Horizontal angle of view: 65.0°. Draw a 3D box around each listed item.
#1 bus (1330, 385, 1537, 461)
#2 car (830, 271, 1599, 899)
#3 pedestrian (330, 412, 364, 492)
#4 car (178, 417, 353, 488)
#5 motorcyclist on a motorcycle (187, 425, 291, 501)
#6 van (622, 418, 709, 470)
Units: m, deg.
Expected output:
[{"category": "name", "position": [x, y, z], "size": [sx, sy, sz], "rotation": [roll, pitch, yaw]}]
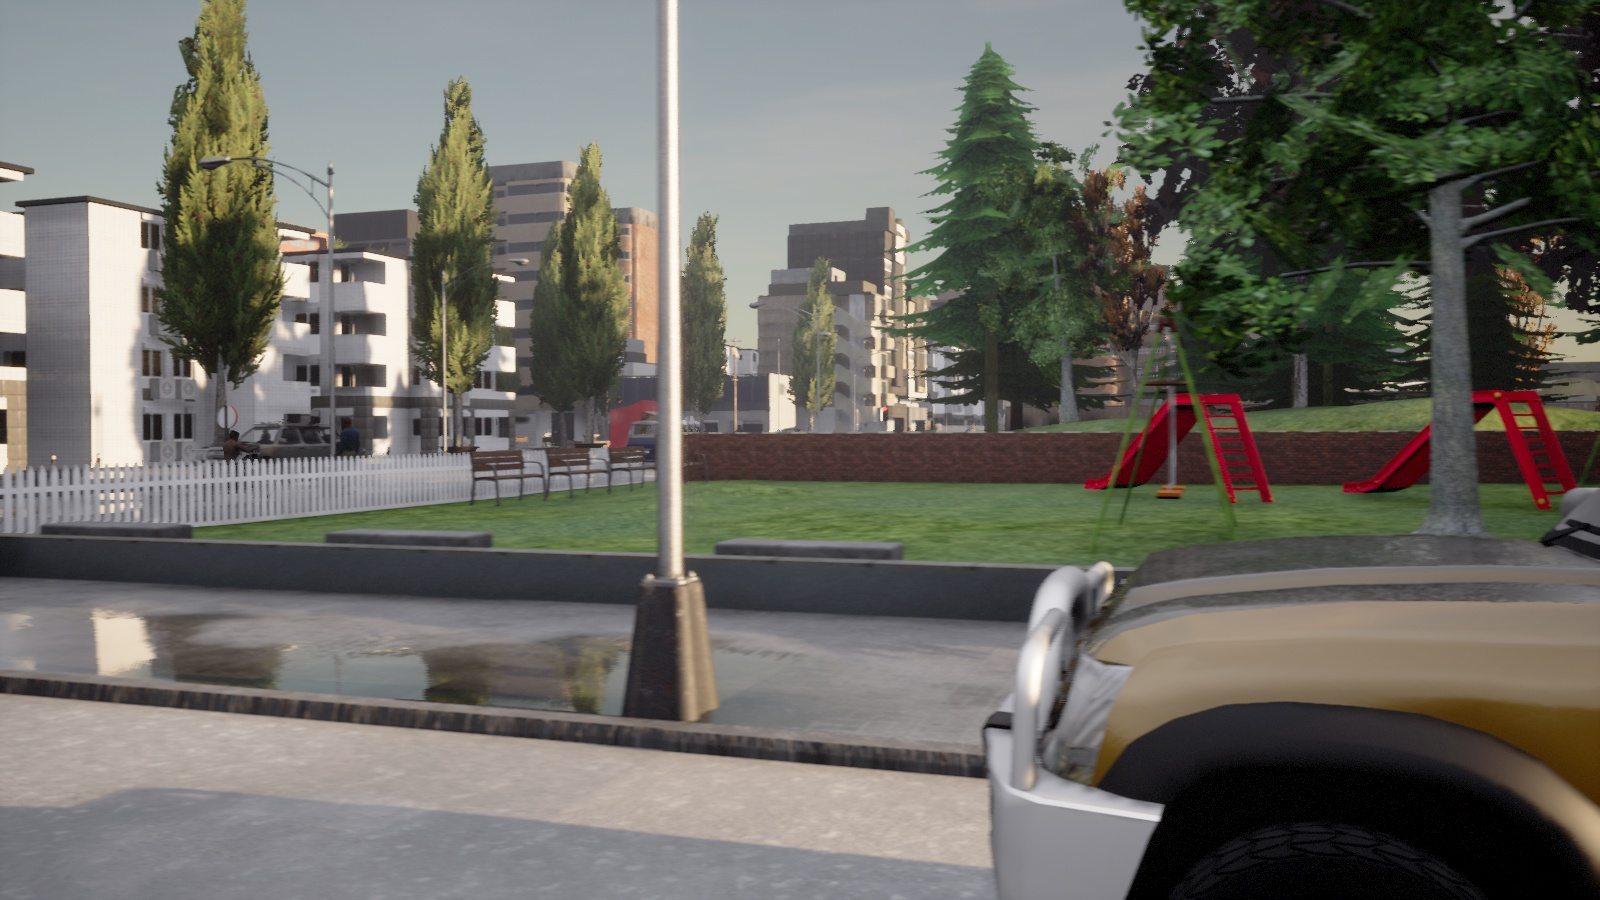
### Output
[{"category": "bus", "position": [36.912, -1.590, 73.734], "size": [10.273, 4.253, 3.944], "rotation": [0, 1, 16]}, {"category": "car", "position": [2.557, 0.607, 2.858], "size": [4.605, 1.855, 1.932], "rotation": [1, 1, 19]}, {"category": "pedestrian", "position": [-10.522, 0.042, 29.169], "size": [0.726, 1.835, 0.370], "rotation": [1, 1, 30]}, {"category": "car", "position": [-14.802, 0.022, 35.077], "size": [1.932, 1.855, 4.605], "rotation": [1, 1, 19]}, {"category": "motorcyclist on a motorcycle", "position": [-12.758, 0.267, 28.660], "size": [0.766, 1.649, 2.350], "rotation": [1, 1, 19]}, {"category": "van", "position": [-5.358, -0.253, 50.477], "size": [1.775, 1.987, 4.442], "rotation": [1, 1, 19]}]
